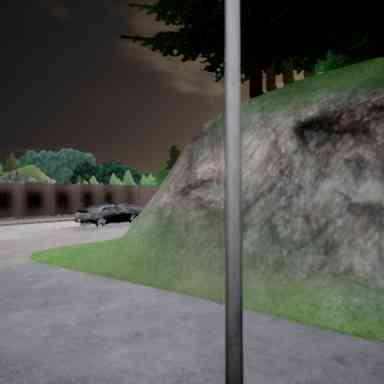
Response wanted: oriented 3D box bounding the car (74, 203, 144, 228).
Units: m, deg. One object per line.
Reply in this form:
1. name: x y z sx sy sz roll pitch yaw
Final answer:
1. car: -5.734 1.592 23.021 2.128 1.511 4.902 0 0 36

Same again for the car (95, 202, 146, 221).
1. car: -6.222 1.684 29.376 1.994 1.385 4.181 0 0 36
